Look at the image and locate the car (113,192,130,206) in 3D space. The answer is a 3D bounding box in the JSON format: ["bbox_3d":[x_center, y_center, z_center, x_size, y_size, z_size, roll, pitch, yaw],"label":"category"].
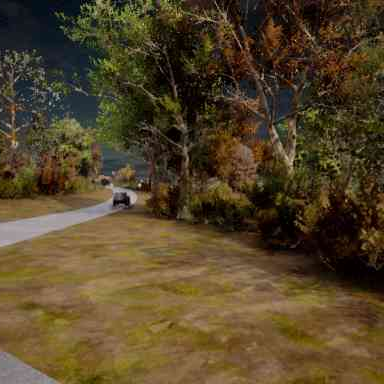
[{"bbox_3d":[-10.841,1.064,51.347,2.150,2.045,5.566,-1,1,-5],"label":"car"}]
